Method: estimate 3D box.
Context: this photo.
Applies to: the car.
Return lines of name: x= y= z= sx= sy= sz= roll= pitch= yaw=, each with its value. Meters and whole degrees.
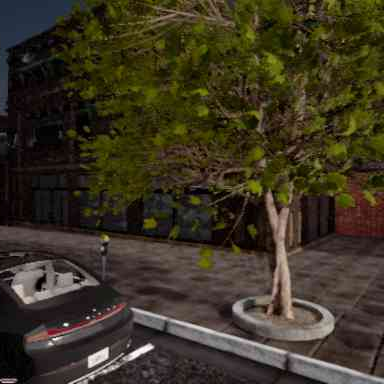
car: x=-2.791 y=1.557 z=4.867 sx=4.403 sy=1.369 sz=2.008 roll=0 pitch=1 yaw=36
